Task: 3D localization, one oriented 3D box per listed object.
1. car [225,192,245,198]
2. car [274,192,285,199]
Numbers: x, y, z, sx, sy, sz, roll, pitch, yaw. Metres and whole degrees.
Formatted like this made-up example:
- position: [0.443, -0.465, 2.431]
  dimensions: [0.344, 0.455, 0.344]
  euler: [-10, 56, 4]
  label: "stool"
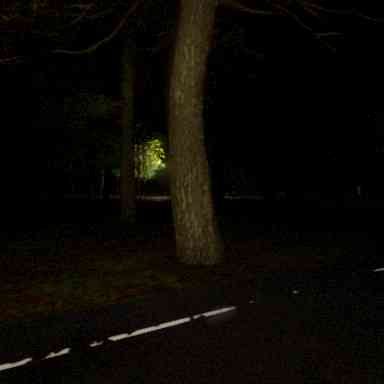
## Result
- position: [10.325, 0.599, 79.268]
  dimensions: [2.033, 1.411, 5.357]
  euler: [2, -1, -35]
  label: "car"
- position: [17.693, 0.697, 68.652]
  dimensions: [1.882, 1.535, 5.008]
  euler: [2, -1, -35]
  label: "car"
